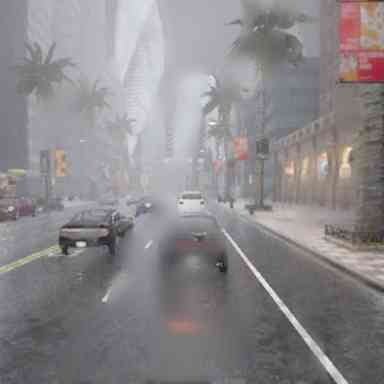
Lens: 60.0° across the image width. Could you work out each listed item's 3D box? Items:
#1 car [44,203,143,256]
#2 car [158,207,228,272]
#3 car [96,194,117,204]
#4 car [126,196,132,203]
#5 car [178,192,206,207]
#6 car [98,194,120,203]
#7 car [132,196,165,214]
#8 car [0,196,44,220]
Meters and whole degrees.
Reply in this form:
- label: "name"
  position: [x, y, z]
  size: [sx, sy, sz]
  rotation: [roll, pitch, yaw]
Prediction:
- label: "car"
  position: [-3.433, 1.393, 12.753]
  size: [2.128, 1.511, 4.902]
  rotation: [0, 0, 0]
- label: "car"
  position: [0.056, 1.422, 10.478]
  size: [1.837, 1.490, 4.892]
  rotation: [0, 0, 0]
- label: "car"
  position: [-14.048, 1.063, 54.859]
  size: [2.231, 1.521, 4.892]
  rotation: [0, 0, -1]
- label: "car"
  position: [-7.405, 1.213, 43.873]
  size: [2.033, 1.411, 5.357]
  rotation: [0, 0, -1]
- label: "car"
  position: [-0.031, 1.005, 28.100]
  size: [2.150, 2.045, 5.566]
  rotation: [0, 0, 0]
- label: "car"
  position: [-10.905, 1.169, 44.116]
  size: [1.837, 1.490, 4.892]
  rotation: [0, 0, -1]
- label: "car"
  position: [-3.543, 1.131, 28.925]
  size: [2.097, 1.767, 4.553]
  rotation: [0, 0, 0]
- label: "car"
  position: [-13.675, 1.161, 25.486]
  size: [2.185, 1.767, 4.553]
  rotation: [0, 0, -1]
